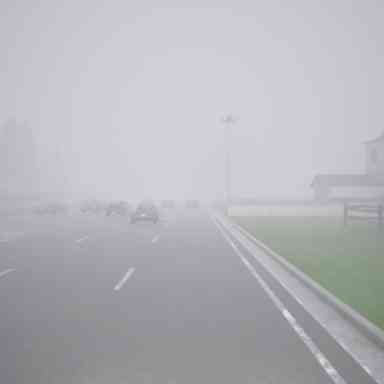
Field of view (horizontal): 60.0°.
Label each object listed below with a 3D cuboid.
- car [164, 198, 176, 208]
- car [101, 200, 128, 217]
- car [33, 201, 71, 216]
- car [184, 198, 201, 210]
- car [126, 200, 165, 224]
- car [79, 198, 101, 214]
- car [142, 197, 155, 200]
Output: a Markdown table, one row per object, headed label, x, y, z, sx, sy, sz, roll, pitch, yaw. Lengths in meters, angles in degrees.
| label | x | y | z | sx | sy | sz | roll | pitch | yaw |
| --- | --- | --- | --- | --- | --- | --- | --- | --- | --- |
| car | -3.397 | 1.626 | 48.456 | 1.994 | 1.385 | 4.181 | 0 | 0 | 0 |
| car | -6.898 | 1.547 | 31.677 | 1.837 | 1.490 | 4.892 | 0 | 0 | 0 |
| car | -13.888 | 1.590 | 33.230 | 2.033 | 1.411 | 5.357 | 0 | 0 | -2 |
| car | 0.033 | 1.563 | 44.209 | 1.837 | 1.490 | 4.892 | 0 | 1 | 1 |
| car | -3.398 | 1.596 | 25.258 | 1.994 | 1.385 | 4.181 | 0 | 0 | 0 |
| car | -10.397 | 1.647 | 35.836 | 1.895 | 1.301 | 4.718 | 0 | 0 | 0 |
| car | -6.900 | 1.559 | 52.486 | 2.128 | 1.511 | 4.902 | 0 | 0 | 0 |
